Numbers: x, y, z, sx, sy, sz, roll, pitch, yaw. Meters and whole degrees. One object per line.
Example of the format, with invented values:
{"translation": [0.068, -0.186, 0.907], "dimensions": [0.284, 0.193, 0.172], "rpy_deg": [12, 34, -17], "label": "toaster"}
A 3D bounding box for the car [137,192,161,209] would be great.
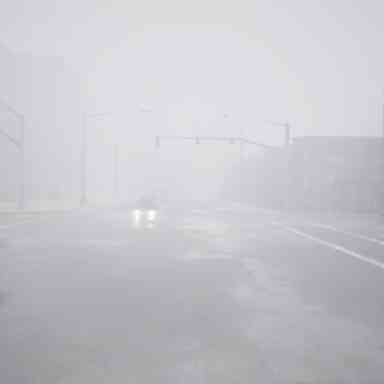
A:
{"translation": [-4.716, 1.032, 35.376], "dimensions": [1.895, 1.301, 4.718], "rpy_deg": [1, 1, -2], "label": "car"}

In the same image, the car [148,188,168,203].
{"translation": [-5.093, 0.447, 48.358], "dimensions": [2.150, 2.045, 5.566], "rpy_deg": [1, 1, -1], "label": "car"}

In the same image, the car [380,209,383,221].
{"translation": [14.856, 1.213, 21.741], "dimensions": [4.553, 1.767, 2.097], "rpy_deg": [1, 1, -1], "label": "car"}
